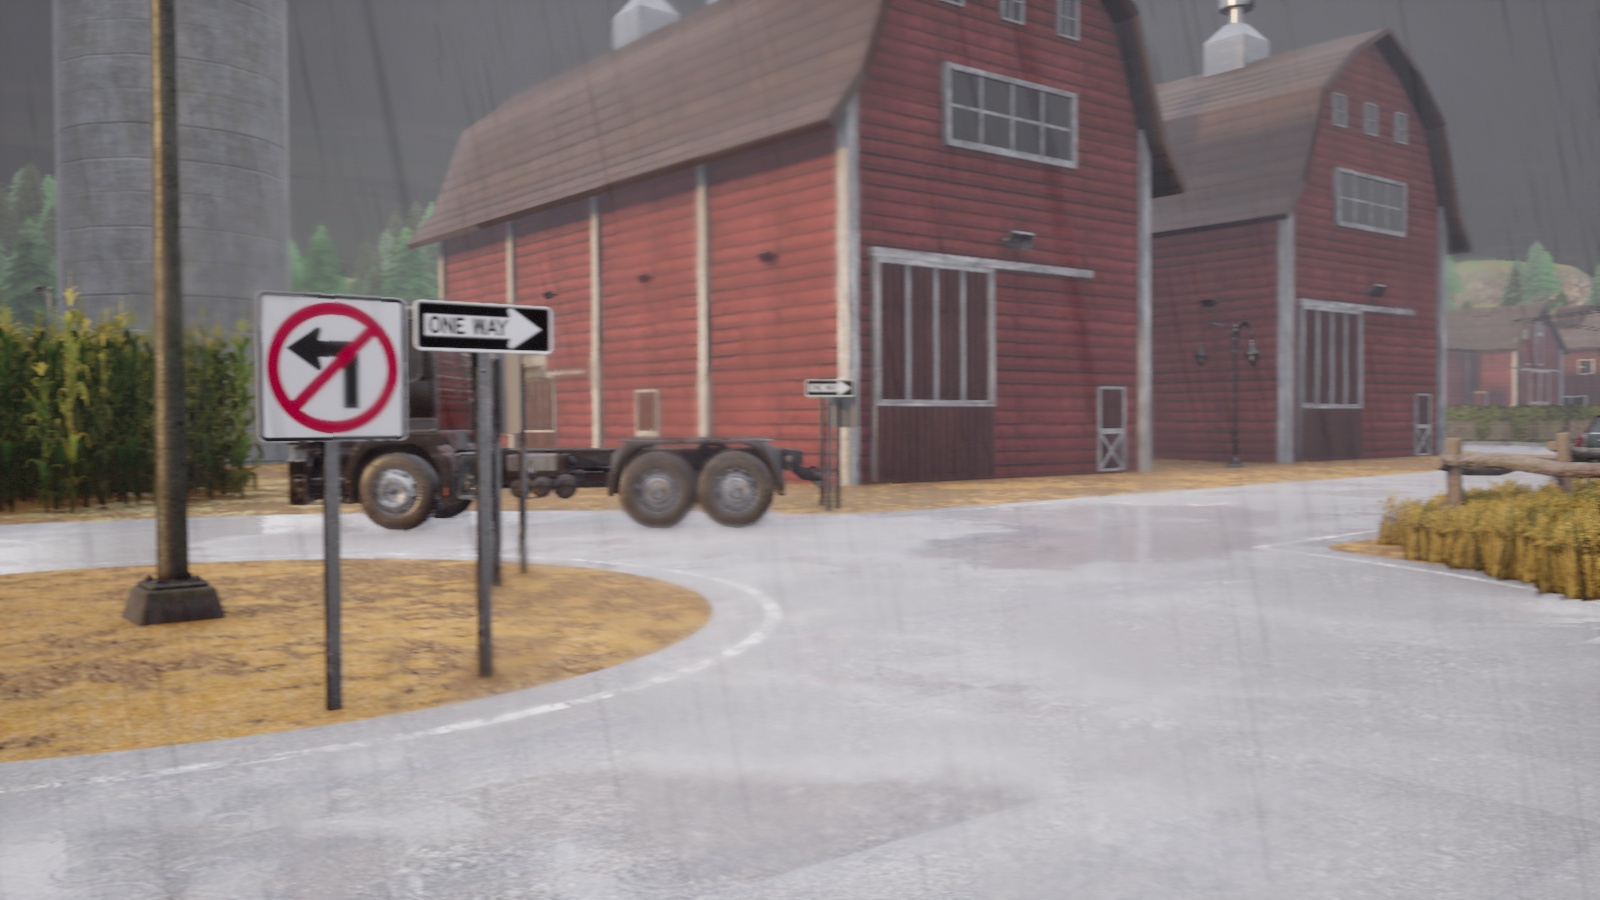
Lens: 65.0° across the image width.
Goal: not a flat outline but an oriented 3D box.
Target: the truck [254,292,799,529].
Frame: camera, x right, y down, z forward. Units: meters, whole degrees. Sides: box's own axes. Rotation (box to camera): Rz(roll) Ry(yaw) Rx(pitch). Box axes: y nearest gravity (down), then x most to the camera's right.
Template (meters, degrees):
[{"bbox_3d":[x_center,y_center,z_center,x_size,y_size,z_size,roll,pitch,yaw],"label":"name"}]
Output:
[{"bbox_3d":[-4.027,-0.598,19.880,7.936,3.462,2.891,0,1,-2],"label":"truck"}]

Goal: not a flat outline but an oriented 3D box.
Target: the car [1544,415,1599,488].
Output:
[{"bbox_3d":[20.923,0.012,31.991,4.553,1.767,2.097,-1,2,-42],"label":"car"}]
